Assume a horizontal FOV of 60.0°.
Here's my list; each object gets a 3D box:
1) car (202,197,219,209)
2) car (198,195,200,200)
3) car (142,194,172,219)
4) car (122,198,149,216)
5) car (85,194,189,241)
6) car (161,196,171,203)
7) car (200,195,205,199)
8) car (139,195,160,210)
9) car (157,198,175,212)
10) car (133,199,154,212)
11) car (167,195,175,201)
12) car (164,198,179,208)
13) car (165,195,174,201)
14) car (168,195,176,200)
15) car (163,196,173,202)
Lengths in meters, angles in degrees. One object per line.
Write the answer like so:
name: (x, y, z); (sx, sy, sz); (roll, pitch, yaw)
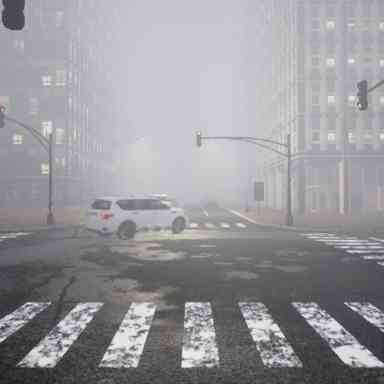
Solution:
car: (2.708, 1.599, 44.959); (1.802, 1.307, 4.206); (1, 0, 0)
car: (2.710, 1.590, 61.692); (1.947, 1.339, 4.313); (1, 0, 0)
car: (-3.094, 1.233, 30.313); (2.150, 2.045, 5.566); (0, 0, 0)
car: (-5.670, 1.453, 33.748); (1.967, 1.590, 4.097); (1, 0, 0)
car: (-2.652, 1.229, 17.099); (2.150, 2.045, 5.566); (1, 1, 44)
car: (-5.668, 1.573, 72.774); (1.887, 1.381, 4.507); (1, 0, 0)
car: (2.711, 1.547, 56.285); (1.752, 1.417, 4.829); (1, 0, 0)
car: (-5.667, 1.332, 44.898); (2.192, 1.841, 5.009); (1, 0, 0)
car: (-3.093, 1.541, 40.235); (1.812, 1.442, 4.674); (0, 0, 0)
car: (-5.673, 1.597, 39.323); (1.802, 1.307, 4.206); (1, 0, 0)
car: (-5.666, 1.587, 89.500); (2.008, 1.369, 4.403); (1, 0, 0)
car: (-3.089, 1.583, 50.277); (1.994, 1.385, 4.181); (0, 0, 0)
car: (-5.667, 1.578, 83.924); (1.887, 1.381, 4.507); (1, 0, 0)
car: (-5.666, 1.605, 95.075); (1.947, 1.339, 4.313); (1, 0, 0)
car: (-5.668, 1.582, 78.349); (2.008, 1.369, 4.403); (1, 0, 0)
